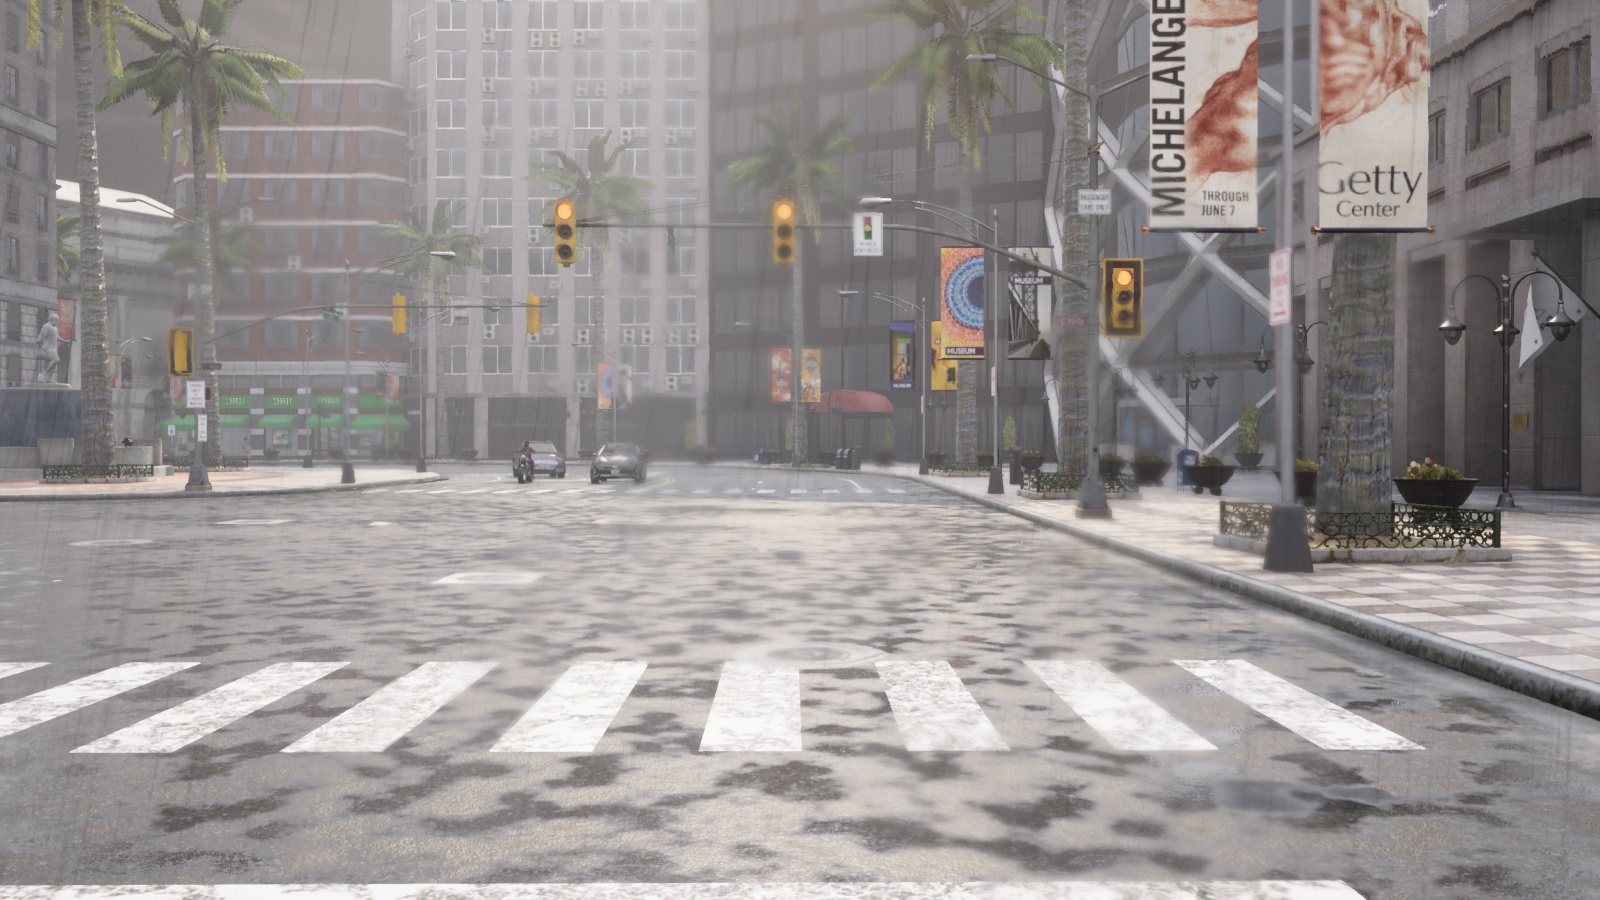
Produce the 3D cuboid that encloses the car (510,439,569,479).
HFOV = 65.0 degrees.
[{"bbox_3d":[-11.409,0.358,54.754,2.033,1.649,4.856,0,0,-18],"label":"car"}]

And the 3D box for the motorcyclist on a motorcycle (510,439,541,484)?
[{"bbox_3d":[-10.305,0.422,47.220,0.766,1.649,2.350,0,0,-3],"label":"motorcyclist on a motorcycle"}]

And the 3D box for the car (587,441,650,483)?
[{"bbox_3d":[-6.828,0.419,47.699,2.007,1.525,4.514,0,0,-4],"label":"car"}]
